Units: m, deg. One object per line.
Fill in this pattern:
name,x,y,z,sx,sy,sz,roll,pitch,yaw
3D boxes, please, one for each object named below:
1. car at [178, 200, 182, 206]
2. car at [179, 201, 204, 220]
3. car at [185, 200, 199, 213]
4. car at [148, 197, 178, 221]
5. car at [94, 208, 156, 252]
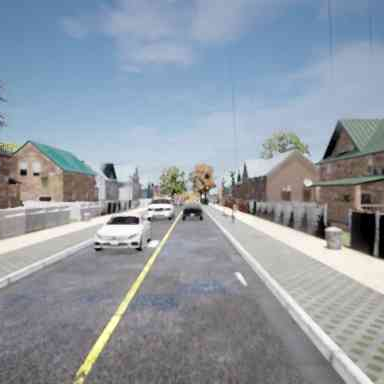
car,-2.750,2.341,69.429,2.128,1.511,4.902,0,-1,0
car,0.056,1.789,31.323,1.837,1.490,4.892,0,-1,0
car,0.047,1.937,45.679,1.882,1.535,5.008,0,-1,0
car,-2.784,1.502,30.784,2.150,2.045,5.566,0,-1,0
car,-2.845,1.635,14.564,1.812,1.442,4.674,0,-1,0
